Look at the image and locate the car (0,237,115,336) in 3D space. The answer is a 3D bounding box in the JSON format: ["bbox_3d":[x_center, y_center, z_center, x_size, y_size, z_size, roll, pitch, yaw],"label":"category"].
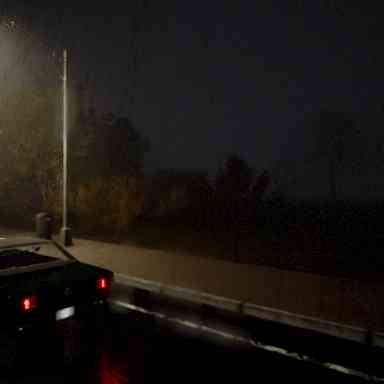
[{"bbox_3d":[-3.729,1.555,6.422,4.718,1.301,1.895,0,0,36],"label":"car"}]
